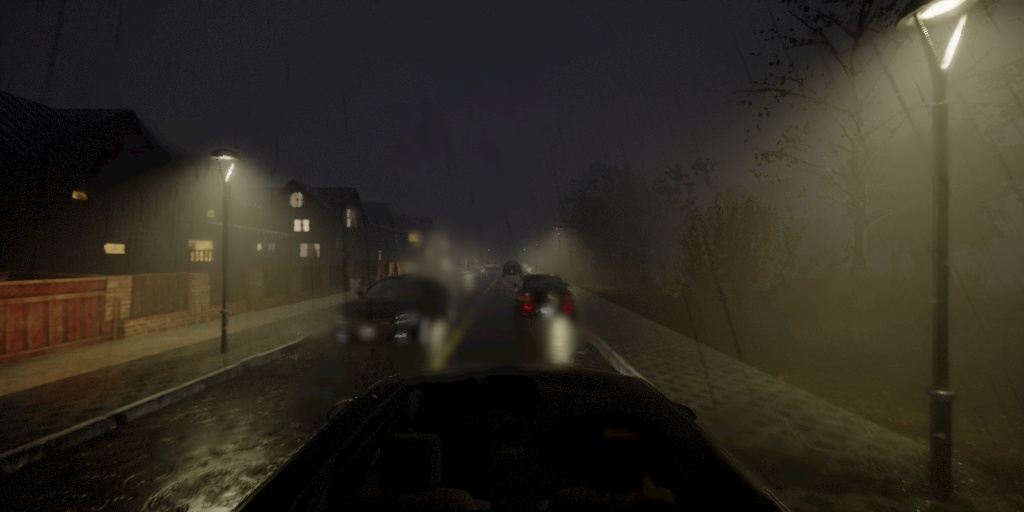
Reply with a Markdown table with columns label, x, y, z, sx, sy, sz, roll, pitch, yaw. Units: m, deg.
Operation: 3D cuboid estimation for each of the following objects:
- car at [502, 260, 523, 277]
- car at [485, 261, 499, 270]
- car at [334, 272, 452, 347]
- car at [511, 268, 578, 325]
| label | x | y | z | sx | sy | sz | roll | pitch | yaw |
| --- | --- | --- | --- | --- | --- | --- | --- | --- | --- |
| car | 0.033 | 1.281 | 36.131 | 1.882 | 1.535 | 5.008 | 0 | 0 | 0 |
| car | -2.850 | 1.425 | 52.292 | 1.895 | 1.301 | 4.718 | 0 | 0 | 0 |
| car | -2.852 | 1.241 | 9.596 | 1.882 | 1.535 | 5.008 | 0 | 0 | 0 |
| car | 0.957 | 1.292 | 11.724 | 1.812 | 1.442 | 4.674 | 0 | 0 | 0 |
